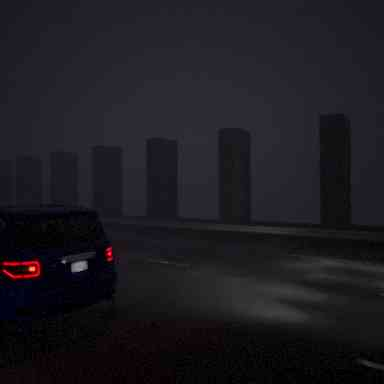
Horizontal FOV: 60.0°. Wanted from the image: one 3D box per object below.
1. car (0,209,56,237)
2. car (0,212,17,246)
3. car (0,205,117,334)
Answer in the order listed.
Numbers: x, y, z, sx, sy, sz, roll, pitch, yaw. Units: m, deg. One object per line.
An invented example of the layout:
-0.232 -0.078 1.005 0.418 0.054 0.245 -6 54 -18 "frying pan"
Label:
-10.389 1.777 19.850 4.718 1.301 1.895 -1 0 34 "car"
-10.774 1.704 15.881 5.357 1.411 2.033 -1 0 34 "car"
-3.970 1.285 6.821 5.566 2.045 2.150 0 0 35 "car"
